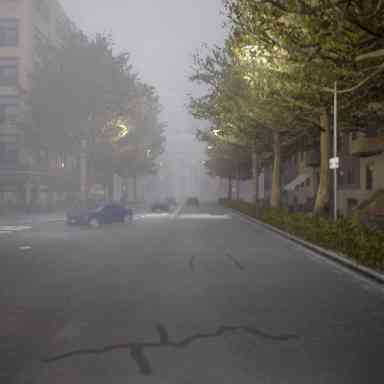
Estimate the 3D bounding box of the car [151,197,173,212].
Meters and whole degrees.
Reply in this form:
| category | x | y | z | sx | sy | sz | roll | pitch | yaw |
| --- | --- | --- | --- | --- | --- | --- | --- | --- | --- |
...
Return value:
| category | x | y | z | sx | sy | sz | roll | pitch | yaw |
| --- | --- | --- | --- | --- | --- | --- | --- | --- | --- |
| car | -3.617 | 1.594 | 38.676 | 1.895 | 1.301 | 4.718 | 0 | 0 | 0 |

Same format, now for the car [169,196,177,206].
| category | x | y | z | sx | sy | sz | roll | pitch | yaw |
| --- | --- | --- | --- | --- | --- | --- | --- | --- | --- |
| car | -3.555 | 1.498 | 55.268 | 1.837 | 1.490 | 4.892 | 0 | 0 | 0 |

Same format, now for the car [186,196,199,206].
| category | x | y | z | sx | sy | sz | roll | pitch | yaw |
| --- | --- | --- | --- | --- | --- | --- | --- | --- | --- |
| car | 0.055 | 1.495 | 53.385 | 1.837 | 1.490 | 4.892 | 0 | 0 | 0 |

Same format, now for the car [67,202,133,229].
| category | x | y | z | sx | sy | sz | roll | pitch | yaw |
| --- | --- | --- | --- | --- | --- | --- | --- | --- | --- |
| car | -5.974 | 1.473 | 22.141 | 1.882 | 1.535 | 5.008 | 1 | 0 | 28 |
